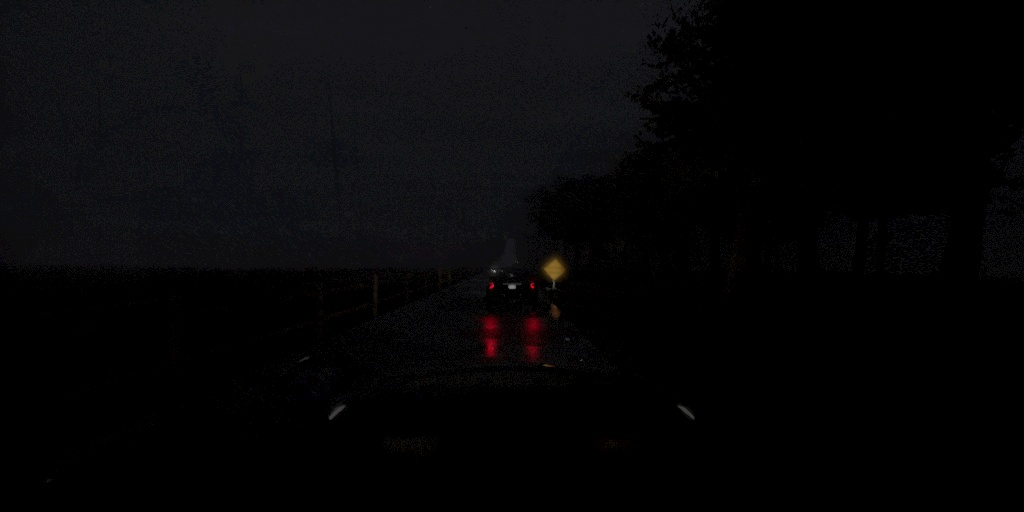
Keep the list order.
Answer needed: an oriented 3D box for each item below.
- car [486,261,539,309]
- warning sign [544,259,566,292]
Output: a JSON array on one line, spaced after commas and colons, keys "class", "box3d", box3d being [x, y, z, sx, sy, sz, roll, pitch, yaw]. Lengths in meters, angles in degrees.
[{"class": "car", "box3d": [0.009, 1.250, 15.906, 2.097, 1.767, 4.553, 0, -1, 0]}, {"class": "warning sign", "box3d": [2.459, 1.079, 21.138, 1.300, 1.860, 1.060, 0, 0, 0]}]
